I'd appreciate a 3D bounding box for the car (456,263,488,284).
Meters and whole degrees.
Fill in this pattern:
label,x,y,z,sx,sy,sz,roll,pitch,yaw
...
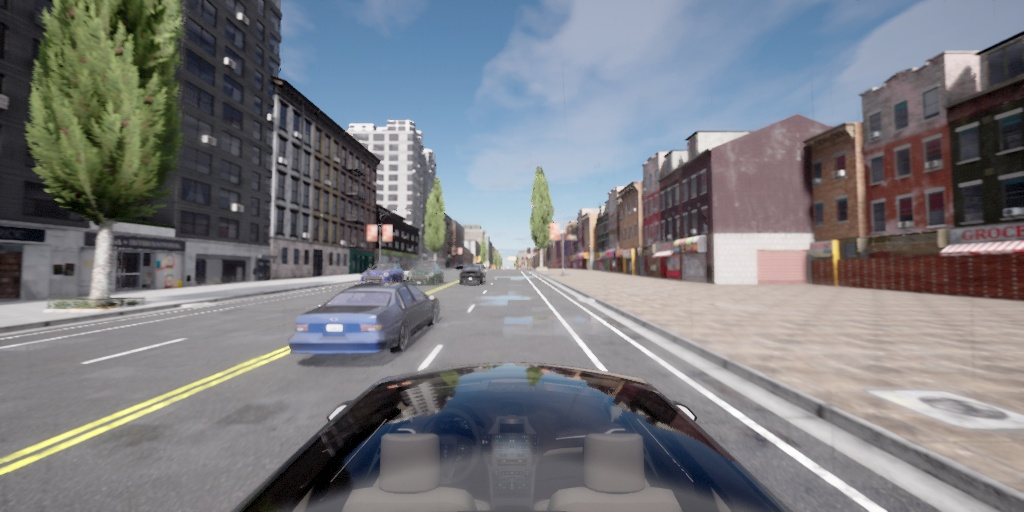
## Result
label,x,y,z,sx,sy,sz,roll,pitch,yaw
car,-3.164,1.515,29.679,1.837,1.490,4.892,0,-1,0

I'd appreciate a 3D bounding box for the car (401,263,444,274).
label,x,y,z,sx,sy,sz,roll,pitch,yaw
car,-6.608,1.340,27.699,2.097,1.767,4.553,0,-1,0

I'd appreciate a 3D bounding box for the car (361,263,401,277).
label,x,y,z,sx,sy,sz,roll,pitch,yaw
car,-9.858,1.340,27.697,2.097,1.767,4.553,0,-1,0

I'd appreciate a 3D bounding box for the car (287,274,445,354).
label,x,y,z,sx,sy,sz,roll,pitch,yaw
car,-3.159,1.354,8.904,2.033,1.411,5.357,0,0,0
